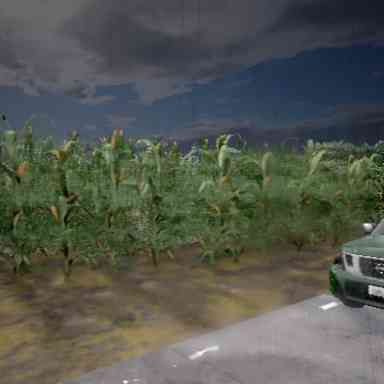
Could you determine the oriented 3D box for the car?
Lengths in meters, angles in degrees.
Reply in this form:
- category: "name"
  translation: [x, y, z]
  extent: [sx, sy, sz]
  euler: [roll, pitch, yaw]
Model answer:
- category: "car"
  translation: [5.200, 1.239, 6.946]
  extent: [5.566, 2.045, 2.150]
  euler: [0, -1, -36]
